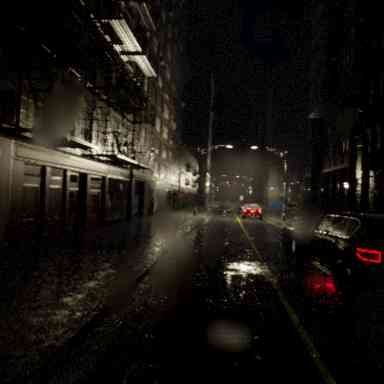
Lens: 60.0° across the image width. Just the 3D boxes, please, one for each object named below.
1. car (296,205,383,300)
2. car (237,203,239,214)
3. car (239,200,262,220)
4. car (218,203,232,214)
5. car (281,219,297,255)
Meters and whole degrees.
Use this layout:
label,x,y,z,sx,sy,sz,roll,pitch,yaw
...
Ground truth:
label,x,y,z,sx,sy,sz,roll,pitch,yaw
car,4.719,1.568,9.304,2.150,2.045,5.566,3,-1,6
car,8.012,2.251,50.258,2.150,2.045,5.566,3,-1,6
car,6.838,2.168,38.384,2.097,1.767,4.553,3,-1,6
car,4.850,2.404,48.955,2.033,1.411,5.357,3,-1,6
car,5.315,1.951,15.239,1.837,1.490,4.892,3,-1,6
